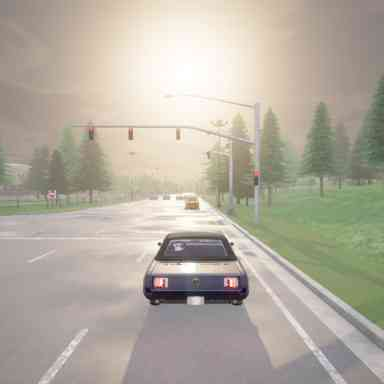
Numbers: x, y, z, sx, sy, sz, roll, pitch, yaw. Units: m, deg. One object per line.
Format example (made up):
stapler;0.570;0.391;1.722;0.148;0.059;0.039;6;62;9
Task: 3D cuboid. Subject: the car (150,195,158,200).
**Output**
car;-10.391;1.540;91.136;2.033;1.411;5.357;0;0;0

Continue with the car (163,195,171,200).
car;-6.891;1.540;91.132;2.033;1.411;5.357;0;0;0

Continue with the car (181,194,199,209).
car;-0.102;1.100;46.114;1.882;1.535;5.008;-3;16;-5

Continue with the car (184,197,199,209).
car;-0.052;1.577;49.670;2.033;1.411;5.357;0;1;2

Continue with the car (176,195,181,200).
car;-3.391;1.553;91.127;1.994;1.385;4.181;0;0;0

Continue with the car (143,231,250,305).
car;0.088;1.601;8.002;1.895;1.301;4.718;0;0;0
